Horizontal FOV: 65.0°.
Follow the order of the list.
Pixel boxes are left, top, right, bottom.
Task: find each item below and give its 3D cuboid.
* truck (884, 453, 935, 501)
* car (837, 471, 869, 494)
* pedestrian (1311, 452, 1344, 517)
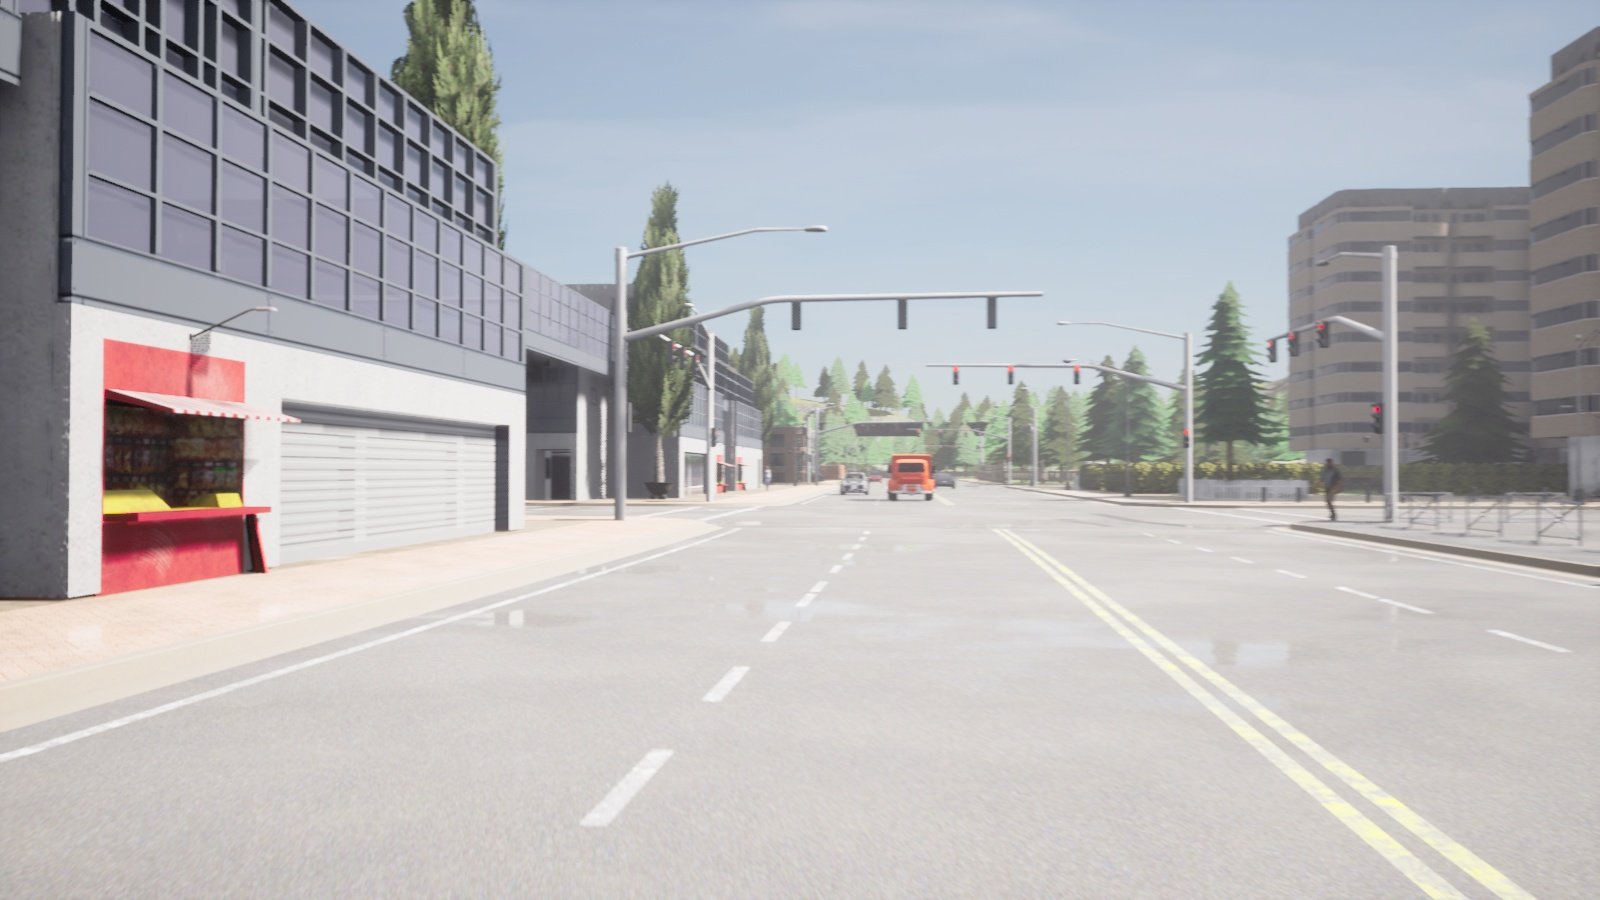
[{"bbox_3d":[5.856,1.425,67.573,2.627,2.467,5.204,0,-1,4],"label":"truck"},{"bbox_3d":[3.496,2.152,82.955,1.970,1.475,3.806,0,-1,4],"label":"car"},{"bbox_3d":[15.118,0.988,35.979,0.694,1.848,0.540,0,-1,-29],"label":"pedestrian"}]
